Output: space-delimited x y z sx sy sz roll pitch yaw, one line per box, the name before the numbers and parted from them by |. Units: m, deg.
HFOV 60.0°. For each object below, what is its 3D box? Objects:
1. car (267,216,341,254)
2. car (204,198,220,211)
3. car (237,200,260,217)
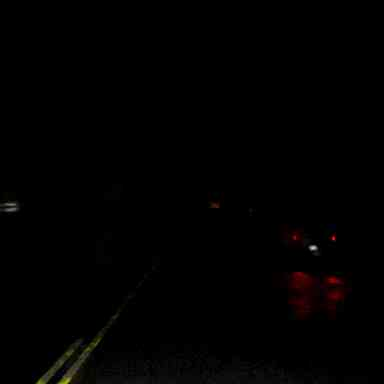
car | 4.325 1.631 13.697 1.895 1.301 4.718 0 0 3
car | 2.498 1.532 41.591 1.882 1.535 5.008 0 0 3
car | 5.448 1.532 32.390 1.882 1.535 5.008 0 0 3
